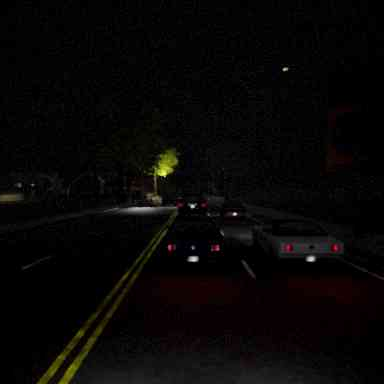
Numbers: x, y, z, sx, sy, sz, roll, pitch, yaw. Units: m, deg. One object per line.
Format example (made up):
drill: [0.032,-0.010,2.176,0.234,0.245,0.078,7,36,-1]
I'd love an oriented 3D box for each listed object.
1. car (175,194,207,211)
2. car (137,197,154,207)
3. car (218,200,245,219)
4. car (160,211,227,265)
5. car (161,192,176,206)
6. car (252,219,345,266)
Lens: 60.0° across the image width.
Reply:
car: [0.060,1.130,26.830,2.150,2.045,5.566,0,0,0]
car: [-6.598,1.429,47.559,1.895,1.301,4.718,0,0,0]
car: [3.316,1.409,27.983,1.837,1.490,4.892,0,1,0]
car: [0.060,1.561,11.434,1.895,1.301,4.718,0,0,0]
car: [-3.341,1.046,49.264,2.150,2.045,5.566,0,0,0]
car: [3.311,1.561,11.434,1.895,1.301,4.718,0,0,0]
